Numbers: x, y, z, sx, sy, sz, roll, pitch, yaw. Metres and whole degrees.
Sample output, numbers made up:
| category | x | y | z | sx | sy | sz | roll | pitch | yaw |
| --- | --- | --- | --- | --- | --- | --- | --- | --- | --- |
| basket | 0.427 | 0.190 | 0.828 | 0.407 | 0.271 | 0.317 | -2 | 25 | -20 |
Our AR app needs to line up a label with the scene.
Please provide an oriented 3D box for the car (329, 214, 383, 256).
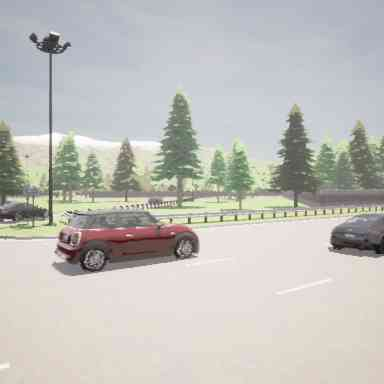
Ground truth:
| category | x | y | z | sx | sy | sz | roll | pitch | yaw |
| --- | --- | --- | --- | --- | --- | --- | --- | --- | --- |
| car | 7.381 | 1.564 | 13.283 | 4.181 | 1.385 | 1.994 | 0 | 0 | -35 |

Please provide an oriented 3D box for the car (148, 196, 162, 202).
| category | x | y | z | sx | sy | sz | roll | pitch | yaw |
| --- | --- | --- | --- | --- | --- | --- | --- | --- | --- |
| car | -6.563 | 1.492 | 59.647 | 2.128 | 1.511 | 4.902 | 0 | 0 | 6 |

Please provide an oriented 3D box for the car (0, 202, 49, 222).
| category | x | y | z | sx | sy | sz | roll | pitch | yaw |
| --- | --- | --- | --- | --- | --- | --- | --- | --- | --- |
| car | -13.202 | 1.526 | 25.992 | 1.812 | 1.442 | 4.674 | 0 | 0 | 19 |

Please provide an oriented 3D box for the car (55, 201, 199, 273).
| category | x | y | z | sx | sy | sz | roll | pitch | yaw |
| --- | --- | --- | --- | --- | --- | --- | --- | --- | --- |
| car | -1.961 | 1.351 | 10.936 | 4.553 | 1.767 | 2.097 | 0 | 0 | -35 |
